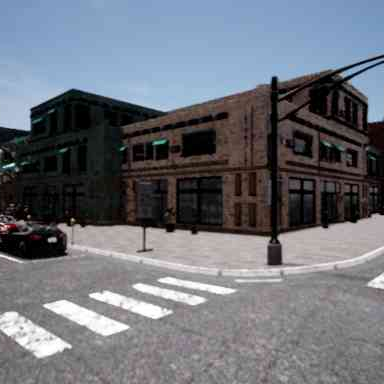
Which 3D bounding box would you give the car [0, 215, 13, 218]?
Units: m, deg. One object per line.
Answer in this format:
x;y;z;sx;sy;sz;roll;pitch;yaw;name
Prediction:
-11.124;1.999;18.643;4.097;1.590;1.967;-2;-2;44;car

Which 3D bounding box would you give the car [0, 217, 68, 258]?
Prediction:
-7.115;2.007;14.805;4.313;1.339;1.947;-2;-2;44;car
